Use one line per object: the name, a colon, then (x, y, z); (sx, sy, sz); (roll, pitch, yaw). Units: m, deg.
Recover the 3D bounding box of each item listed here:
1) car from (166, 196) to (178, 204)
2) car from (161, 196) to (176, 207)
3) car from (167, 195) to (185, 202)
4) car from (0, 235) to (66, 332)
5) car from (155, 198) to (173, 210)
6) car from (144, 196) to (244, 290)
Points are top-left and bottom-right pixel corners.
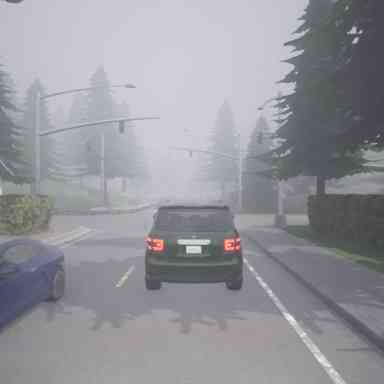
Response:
car: (-3.828, 1.491, 62.490); (2.128, 1.511, 4.902); (0, 0, -4)
car: (-3.657, 1.491, 52.407); (2.128, 1.511, 4.902); (0, 0, 0)
car: (-3.625, 1.524, 74.147); (1.812, 1.442, 4.674); (0, 0, -35)
car: (-3.636, 1.526, 5.544); (1.812, 1.442, 4.674); (0, 0, 0)
car: (-3.643, 1.564, 43.599); (1.994, 1.385, 4.181); (0, 0, 0)
car: (0.052, 1.221, 9.197); (2.150, 2.045, 5.566); (0, 0, 0)
